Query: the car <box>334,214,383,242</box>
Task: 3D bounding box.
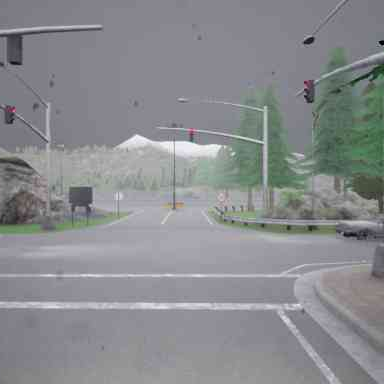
[{"bbox_3d":[9.957,1.792,17.124,4.718,1.301,1.895,0,0,0],"label":"car"}]
